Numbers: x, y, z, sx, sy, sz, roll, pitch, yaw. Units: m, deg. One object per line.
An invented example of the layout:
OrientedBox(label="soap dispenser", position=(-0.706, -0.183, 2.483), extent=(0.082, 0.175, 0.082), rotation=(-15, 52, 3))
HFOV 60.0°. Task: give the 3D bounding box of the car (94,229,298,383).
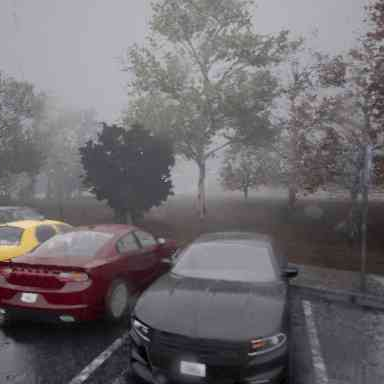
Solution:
OrientedBox(label="car", position=(0.661, 1.468, 5.638), extent=(2.097, 1.535, 5.008), rotation=(1, 0, 15))

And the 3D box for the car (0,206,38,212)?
OrientedBox(label="car", position=(-6.647, 1.280, 10.757), extent=(2.185, 1.767, 4.553), rotation=(1, 0, 14))

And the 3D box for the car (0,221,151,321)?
OrientedBox(label="car", position=(-1.785, 1.446, 7.337), extent=(2.097, 1.535, 5.008), rotation=(0, 0, 15))

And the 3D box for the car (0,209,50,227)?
OrientedBox(label="car", position=(-4.171, 1.425, 9.221), extent=(1.946, 1.575, 5.366), rotation=(0, 0, 15))
